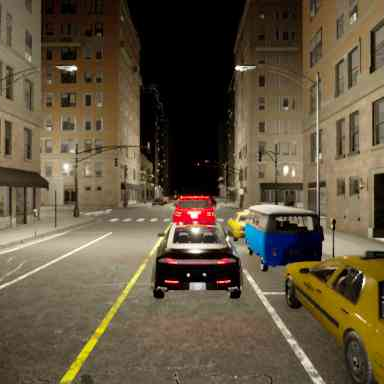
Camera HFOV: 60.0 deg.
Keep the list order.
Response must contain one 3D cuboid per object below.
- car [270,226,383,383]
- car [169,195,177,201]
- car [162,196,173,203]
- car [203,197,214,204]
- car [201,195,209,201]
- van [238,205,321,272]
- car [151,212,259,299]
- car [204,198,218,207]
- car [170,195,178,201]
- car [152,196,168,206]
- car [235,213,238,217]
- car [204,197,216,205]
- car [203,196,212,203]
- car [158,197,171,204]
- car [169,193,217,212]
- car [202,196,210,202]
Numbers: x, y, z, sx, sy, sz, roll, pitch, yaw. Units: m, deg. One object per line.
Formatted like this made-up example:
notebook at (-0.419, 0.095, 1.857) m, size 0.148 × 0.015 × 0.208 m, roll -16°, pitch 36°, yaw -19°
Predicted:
car at (2.680, 1.530, 5.028) m, size 1.752 × 1.417 × 4.829 m, roll 1°, pitch 0°, yaw 0°
car at (-5.024, 1.593, 86.985) m, size 1.752 × 1.417 × 4.829 m, roll 1°, pitch 0°, yaw 1°
car at (-5.251, 1.603, 70.568) m, size 1.887 × 1.381 × 4.507 m, roll 1°, pitch 0°, yaw 1°
car at (3.197, 1.604, 64.928) m, size 2.008 × 1.369 × 4.403 m, roll 1°, pitch 0°, yaw 1°
car at (3.579, 1.620, 92.579) m, size 2.008 × 1.369 × 4.403 m, roll 1°, pitch 0°, yaw 1°
van at (2.688, 1.351, 10.531) m, size 1.690 × 1.788 × 3.998 m, roll 1°, pitch 0°, yaw 0°
car at (0.107, 1.500, 8.461) m, size 2.128 × 1.511 × 4.902 m, roll 0°, pitch 0°, yaw 0°
car at (3.045, 1.612, 53.868) m, size 1.947 × 1.339 × 4.313 m, roll 1°, pitch 0°, yaw 1°
car at (-4.946, 1.636, 92.683) m, size 1.947 × 1.339 × 4.313 m, roll 1°, pitch 0°, yaw 1°
car at (-5.480, 1.629, 53.982) m, size 1.802 × 1.307 × 4.206 m, roll 1°, pitch 0°, yaw 1°
car at (2.692, 1.541, 16.375) m, size 1.752 × 1.417 × 4.829 m, roll 1°, pitch 0°, yaw 0°
car at (3.121, 1.594, 59.398) m, size 1.887 × 1.381 × 4.507 m, roll 1°, pitch 0°, yaw 1°
car at (3.274, 1.602, 70.459) m, size 1.887 × 1.381 × 4.507 m, roll 1°, pitch 0°, yaw 1°
car at (-5.327, 1.605, 65.039) m, size 2.008 × 1.369 × 4.403 m, roll 1°, pitch 0°, yaw 1°
car at (0.119, 1.240, 18.647) m, size 2.150 × 2.045 × 5.566 m, roll 0°, pitch 0°, yaw 0°
car at (3.426, 1.629, 81.519) m, size 1.947 × 1.339 × 4.313 m, roll 1°, pitch 0°, yaw 1°
